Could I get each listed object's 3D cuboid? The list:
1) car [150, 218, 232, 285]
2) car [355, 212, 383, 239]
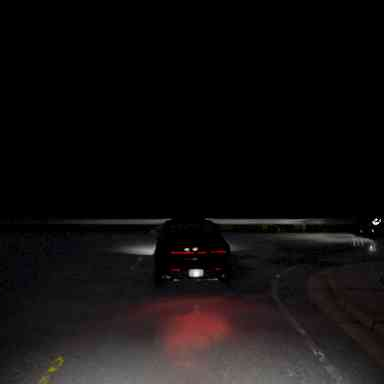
[{"bbox_3d":[-0.131,1.504,9.495,1.837,1.490,4.892,0,-1,-5],"label":"car"},{"bbox_3d":[10.989,1.458,17.208,4.553,1.767,2.097,0,0,0],"label":"car"}]
